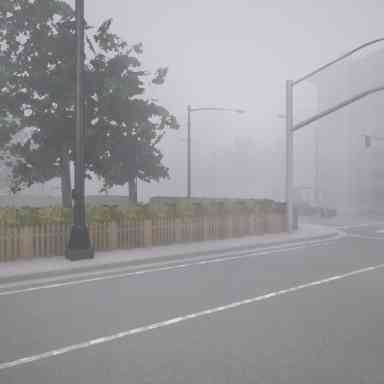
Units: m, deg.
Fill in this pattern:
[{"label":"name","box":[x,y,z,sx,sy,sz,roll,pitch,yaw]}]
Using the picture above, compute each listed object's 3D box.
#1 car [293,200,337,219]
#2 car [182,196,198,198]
[{"label":"car","box":[10.152,1.477,29.133,1.882,1.535,5.008,0,0,-35]},{"label":"car","box":[0.031,1.352,43.740,2.097,1.767,4.553,0,0,-35]}]
